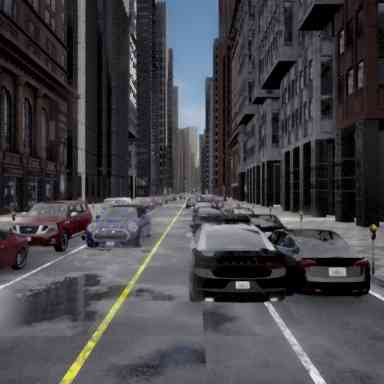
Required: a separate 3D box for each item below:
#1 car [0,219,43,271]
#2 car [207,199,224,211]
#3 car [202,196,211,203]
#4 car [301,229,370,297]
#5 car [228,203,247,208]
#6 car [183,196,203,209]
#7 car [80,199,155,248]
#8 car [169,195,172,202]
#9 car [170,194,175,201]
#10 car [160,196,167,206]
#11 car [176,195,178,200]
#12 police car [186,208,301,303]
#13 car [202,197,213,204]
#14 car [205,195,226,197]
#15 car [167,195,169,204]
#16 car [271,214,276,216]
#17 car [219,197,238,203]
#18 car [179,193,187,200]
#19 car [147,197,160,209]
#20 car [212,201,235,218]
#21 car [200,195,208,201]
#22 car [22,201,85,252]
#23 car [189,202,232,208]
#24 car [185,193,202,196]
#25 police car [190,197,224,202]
[{"bbox_3d":[-5.734,1.582,8.460,1.802,1.307,4.206,0,0,0],"label":"car"},{"bbox_3d":[2.898,1.596,42.058,1.802,1.307,4.206,0,0,0],"label":"car"},{"bbox_3d":[2.988,1.616,70.068,1.802,1.307,4.206,0,0,0],"label":"car"},{"bbox_3d":[2.791,1.566,8.446,1.947,1.339,4.313,0,0,0],"label":"car"},{"bbox_3d":[2.827,1.553,19.649,2.008,1.369,4.403,0,0,0],"label":"car"},{"bbox_3d":[0.170,1.580,45.688,1.994,1.385,4.181,0,0,1],"label":"car"},{"bbox_3d":[-3.055,1.353,14.708,2.097,1.767,4.553,0,0,0],"label":"car"},{"bbox_3d":[-5.555,1.595,64.477,1.947,1.339,4.313,0,0,0],"label":"car"},{"bbox_3d":[-5.519,1.589,75.680,2.008,1.369,4.403,0,0,0],"label":"car"},{"bbox_3d":[-5.590,1.461,53.274,1.967,1.590,4.097,0,0,0],"label":"car"},{"bbox_3d":[-5.483,1.593,86.884,1.887,1.381,4.507,0,0,0],"label":"car"},{"bbox_3d":[0.885,1.426,8.409,1.930,1.638,5.238,0,0,0],"label":"police car"},{"bbox_3d":[2.970,1.611,64.466,1.802,1.307,4.206,0,0,0],"label":"car"},{"bbox_3d":[2.881,1.325,36.456,2.192,1.841,5.009,0,0,0],"label":"car"},{"bbox_3d":[-5.573,1.607,58.875,1.802,1.307,4.206,0,0,0],"label":"car"},{"bbox_3d":[2.809,1.567,14.048,1.947,1.339,4.313,0,0,0],"label":"car"},{"bbox_3d":[2.845,1.445,25.252,1.967,1.590,4.097,0,0,0],"label":"car"},{"bbox_3d":[-2.698,1.561,94.600,1.837,1.490,4.892,0,0,0],"label":"car"},{"bbox_3d":[-5.626,1.454,42.071,1.967,1.590,4.097,0,0,0],"label":"car"},{"bbox_3d":[2.863,1.589,30.853,1.802,1.307,4.206,0,0,0],"label":"car"},{"bbox_3d":[3.042,1.593,86.874,1.887,1.381,4.507,0,0,0],"label":"car"},{"bbox_3d":[-5.715,1.316,14.062,2.192,1.841,5.009,0,0,0],"label":"car"},{"bbox_3d":[0.898,1.508,18.303,1.837,1.490,4.892,0,0,0],"label":"car"},{"bbox_3d":[0.198,1.519,61.960,2.128,1.511,4.902,0,0,0],"label":"car"},{"bbox_3d":[0.977,1.430,24.412,1.930,1.638,5.238,0,0,0],"label":"police car"}]
